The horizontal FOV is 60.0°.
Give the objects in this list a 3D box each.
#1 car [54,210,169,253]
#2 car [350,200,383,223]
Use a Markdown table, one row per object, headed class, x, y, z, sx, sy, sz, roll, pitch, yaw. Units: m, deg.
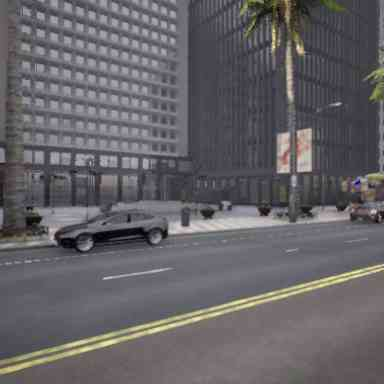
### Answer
| class | x | y | z | sx | sy | sz | roll | pitch | yaw |
| --- | --- | --- | --- | --- | --- | --- | --- | --- | --- |
| car | -3.243 | 1.541 | 14.060 | 4.786 | 1.482 | 2.161 | 0 | 0 | -36 |
| car | 14.682 | 1.465 | 26.698 | 4.553 | 1.767 | 2.185 | 0 | 0 | -36 |
